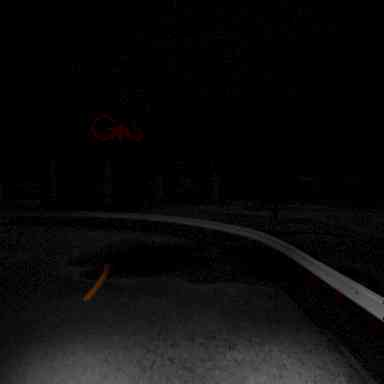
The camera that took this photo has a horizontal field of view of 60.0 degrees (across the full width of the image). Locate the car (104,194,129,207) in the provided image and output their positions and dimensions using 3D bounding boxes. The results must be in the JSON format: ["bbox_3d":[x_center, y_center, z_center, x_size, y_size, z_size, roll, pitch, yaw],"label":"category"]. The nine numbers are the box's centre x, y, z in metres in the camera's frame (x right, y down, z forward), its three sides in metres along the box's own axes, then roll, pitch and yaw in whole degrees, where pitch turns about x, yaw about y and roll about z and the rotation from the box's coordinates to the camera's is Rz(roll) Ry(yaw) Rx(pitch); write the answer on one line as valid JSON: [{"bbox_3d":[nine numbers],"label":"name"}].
[{"bbox_3d":[-9.090,0.902,37.800,3.633,1.501,1.845,0,1,0],"label":"car"}]
